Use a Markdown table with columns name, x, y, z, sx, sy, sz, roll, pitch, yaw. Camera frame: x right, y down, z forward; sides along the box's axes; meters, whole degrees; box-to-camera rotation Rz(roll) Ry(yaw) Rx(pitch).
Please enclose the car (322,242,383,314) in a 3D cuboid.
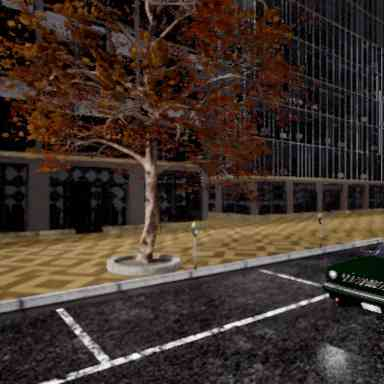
| name | x | y | z | sx | sy | sz | roll | pitch | yaw |
| --- | --- | --- | --- | --- | --- | --- | --- | --- | --- |
| car | 4.744 | 1.591 | 6.758 | 4.718 | 1.301 | 1.895 | 0 | 0 | -35 |
